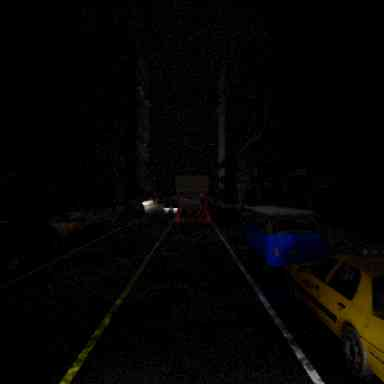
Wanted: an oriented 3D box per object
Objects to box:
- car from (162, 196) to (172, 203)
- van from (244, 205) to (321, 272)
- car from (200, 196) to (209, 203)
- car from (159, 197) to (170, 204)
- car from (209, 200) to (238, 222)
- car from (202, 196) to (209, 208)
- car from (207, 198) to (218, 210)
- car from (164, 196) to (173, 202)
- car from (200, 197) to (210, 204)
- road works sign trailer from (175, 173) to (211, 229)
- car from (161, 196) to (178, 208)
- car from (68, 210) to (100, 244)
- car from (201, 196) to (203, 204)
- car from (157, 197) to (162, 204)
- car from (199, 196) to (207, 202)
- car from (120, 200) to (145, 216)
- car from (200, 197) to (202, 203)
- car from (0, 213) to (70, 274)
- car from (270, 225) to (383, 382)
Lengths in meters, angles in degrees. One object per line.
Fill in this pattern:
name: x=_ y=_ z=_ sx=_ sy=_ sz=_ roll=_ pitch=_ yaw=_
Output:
car: x=-5.770 y=1.753 z=76.685 sx=2.008 sy=1.369 sz=4.403 roll=-1 pitch=0 yaw=0
van: x=2.750 y=1.361 z=10.623 sx=1.690 sy=1.788 sz=3.998 roll=-1 pitch=0 yaw=0
car: x=2.755 y=1.747 z=76.684 sx=1.887 sy=1.381 sz=4.507 roll=-1 pitch=0 yaw=0
car: x=-5.770 y=1.750 z=71.179 sx=1.947 sy=1.339 sz=4.313 roll=-1 pitch=0 yaw=0
car: x=2.754 y=1.608 z=27.138 sx=2.008 sy=1.369 sz=4.403 roll=-1 pitch=0 yaw=0
car: x=2.752 y=1.542 z=43.654 sx=1.967 sy=1.590 sz=4.097 roll=-1 pitch=0 yaw=0
car: x=2.754 y=1.617 z=32.643 sx=1.887 sy=1.381 sz=4.507 roll=-1 pitch=0 yaw=0
car: x=-5.770 y=1.765 z=82.190 sx=1.887 sy=1.381 sz=4.507 roll=-1 pitch=0 yaw=0
car: x=2.755 y=1.730 z=71.179 sx=1.887 sy=1.381 sz=4.507 roll=-1 pitch=0 yaw=0
road works sign trailer: x=0.026 y=0.510 z=22.244 sx=2.380 sy=3.560 sz=2.880 roll=0 pitch=0 yaw=-3
car: x=-3.075 y=1.669 z=50.724 sx=2.033 sy=1.411 sz=5.357 roll=0 pitch=0 yaw=0
car: x=-5.772 y=1.556 z=15.958 sx=1.752 sy=1.417 sz=4.829 roll=-1 pitch=0 yaw=0
car: x=2.754 y=1.662 z=49.159 sx=1.887 sy=1.381 sz=4.507 roll=-1 pitch=0 yaw=0
car: x=-5.772 y=1.607 z=65.674 sx=1.967 sy=1.590 sz=4.097 roll=-1 pitch=0 yaw=0
car: x=2.755 y=1.765 z=82.190 sx=1.887 sy=1.381 sz=4.507 roll=-1 pitch=0 yaw=0
car: x=-5.773 y=1.512 z=32.644 sx=1.967 sy=1.590 sz=4.097 roll=-1 pitch=0 yaw=0
car: x=2.755 y=1.733 z=65.674 sx=1.947 sy=1.339 sz=4.313 roll=-1 pitch=0 yaw=0
car: x=-5.772 y=1.586 z=10.622 sx=1.947 sy=1.339 sz=4.313 roll=-1 pitch=0 yaw=0
car: x=2.753 y=1.535 z=5.289 sx=1.752 sy=1.417 sz=4.829 roll=-1 pitch=0 yaw=0
